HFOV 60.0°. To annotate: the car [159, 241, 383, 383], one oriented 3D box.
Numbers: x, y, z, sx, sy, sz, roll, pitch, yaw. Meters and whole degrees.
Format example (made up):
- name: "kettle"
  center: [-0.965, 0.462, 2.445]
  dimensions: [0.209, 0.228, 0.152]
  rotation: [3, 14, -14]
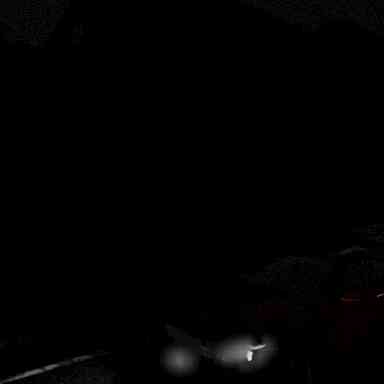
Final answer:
- name: "car"
  center: [1.769, 1.529, 4.932]
  dimensions: [4.674, 1.442, 1.812]
  rotation: [0, 0, -35]
